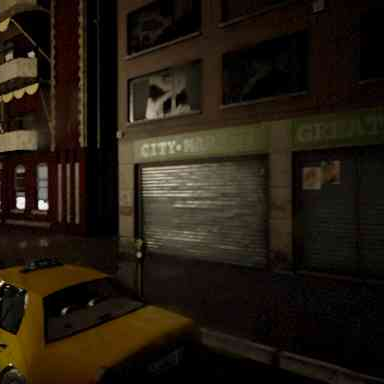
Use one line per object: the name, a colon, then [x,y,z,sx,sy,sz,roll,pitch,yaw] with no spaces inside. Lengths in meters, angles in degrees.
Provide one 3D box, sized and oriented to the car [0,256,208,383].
car: [-2.117,1.538,4.377,4.829,1.417,1.752,0,0,35]
